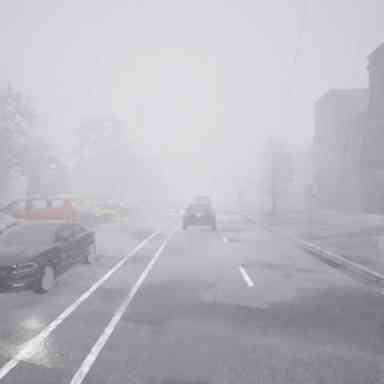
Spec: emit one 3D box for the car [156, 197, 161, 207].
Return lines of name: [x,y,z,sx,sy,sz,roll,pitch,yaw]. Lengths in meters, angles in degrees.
car: [-7.618,1.911,51.214,4.674,1.452,2.002,-1,-1,-16]

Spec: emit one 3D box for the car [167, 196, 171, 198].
car: [-6.940,1.922,60.102,4.892,1.521,2.231,-1,-1,-15]

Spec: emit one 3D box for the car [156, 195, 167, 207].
car: [-7.144,1.780,57.147,4.553,1.767,2.185,-1,0,-16]

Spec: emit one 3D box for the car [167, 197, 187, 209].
car: [-2.286,1.910,52.084,1.812,1.442,4.674,0,-1,4]

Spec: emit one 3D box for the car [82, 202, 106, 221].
car: [-9.027,1.694,24.555,4.674,1.452,2.002,-1,-1,-18]

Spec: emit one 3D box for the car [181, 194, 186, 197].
car: [-5.148,1.724,80.765,5.566,2.045,2.435,-1,0,-15]

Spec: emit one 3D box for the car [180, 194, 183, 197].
car: [-5.385,1.972,77.830,5.008,1.535,2.097,-1,0,-15]

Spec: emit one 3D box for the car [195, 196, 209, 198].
car: [1.284,1.520,40.258,2.150,2.045,5.566,0,0,3]

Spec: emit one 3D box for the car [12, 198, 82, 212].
car: [-9.239,1.356,18.605,5.566,2.045,2.435,-1,0,-19]

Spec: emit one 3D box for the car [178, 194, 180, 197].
car: [-5.669,1.842,74.869,4.553,1.767,2.185,-1,0,-15]

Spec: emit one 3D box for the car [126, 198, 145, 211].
car: [-8.354,1.823,39.351,4.674,1.452,2.002,-1,0,-17]

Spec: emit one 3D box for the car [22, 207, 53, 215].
car: [-9.286,1.625,15.649,4.674,1.452,2.002,-1,-1,-19]

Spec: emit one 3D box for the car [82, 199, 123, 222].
car: [-8.739,1.674,27.582,5.366,1.575,1.946,-1,-1,-18]

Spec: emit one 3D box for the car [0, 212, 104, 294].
car: [-4.158,1.531,9.149,1.882,1.535,5.008,0,0,1]

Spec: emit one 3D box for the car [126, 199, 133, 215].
car: [-8.659,1.771,33.457,4.674,1.452,2.002,-1,0,-18]

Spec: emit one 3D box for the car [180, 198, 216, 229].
car: [0.510,1.504,22.750,2.097,1.767,4.553,0,0,2]

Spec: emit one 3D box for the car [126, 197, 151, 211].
car: [-8.374,1.807,42.265,5.366,1.575,1.946,-1,0,-17]

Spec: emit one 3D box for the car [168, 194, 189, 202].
car: [-3.836,1.720,95.502,5.566,2.045,2.435,-1,0,-15]

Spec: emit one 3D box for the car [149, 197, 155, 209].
car: [-8.008,1.830,45.282,5.008,1.535,2.097,-1,0,-17]

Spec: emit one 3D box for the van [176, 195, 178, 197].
van: [-6.011,1.737,71.890,4.442,1.987,1.878,-1,0,-15]

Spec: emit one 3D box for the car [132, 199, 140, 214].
car: [-8.495,1.797,36.407,4.674,1.452,2.002,0,-1,-17]

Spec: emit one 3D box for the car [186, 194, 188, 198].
car: [-4.048,1.721,92.581,5.566,2.045,2.435,-1,0,-15]

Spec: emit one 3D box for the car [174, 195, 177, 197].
car: [-6.188,1.984,68.964,4.792,1.488,2.163,-1,0,-15]

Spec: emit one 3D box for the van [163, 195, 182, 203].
van: [-4.967,1.752,83.687,4.442,1.987,1.878,-1,0,-15]

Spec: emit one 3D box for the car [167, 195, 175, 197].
car: [-6.505,1.929,63.113,5.366,1.575,1.946,-1,-1,-15]

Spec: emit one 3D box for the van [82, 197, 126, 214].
van: [-8.688,1.477,30.532,4.442,1.987,1.878,-1,-1,-18]

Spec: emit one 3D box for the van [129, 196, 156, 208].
van: [-7.936,1.627,48.213,4.442,1.987,1.878,-1,0,-16]

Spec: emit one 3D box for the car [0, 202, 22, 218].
car: [-9.314,1.438,12.682,4.553,1.767,2.185,-1,0,-19]
